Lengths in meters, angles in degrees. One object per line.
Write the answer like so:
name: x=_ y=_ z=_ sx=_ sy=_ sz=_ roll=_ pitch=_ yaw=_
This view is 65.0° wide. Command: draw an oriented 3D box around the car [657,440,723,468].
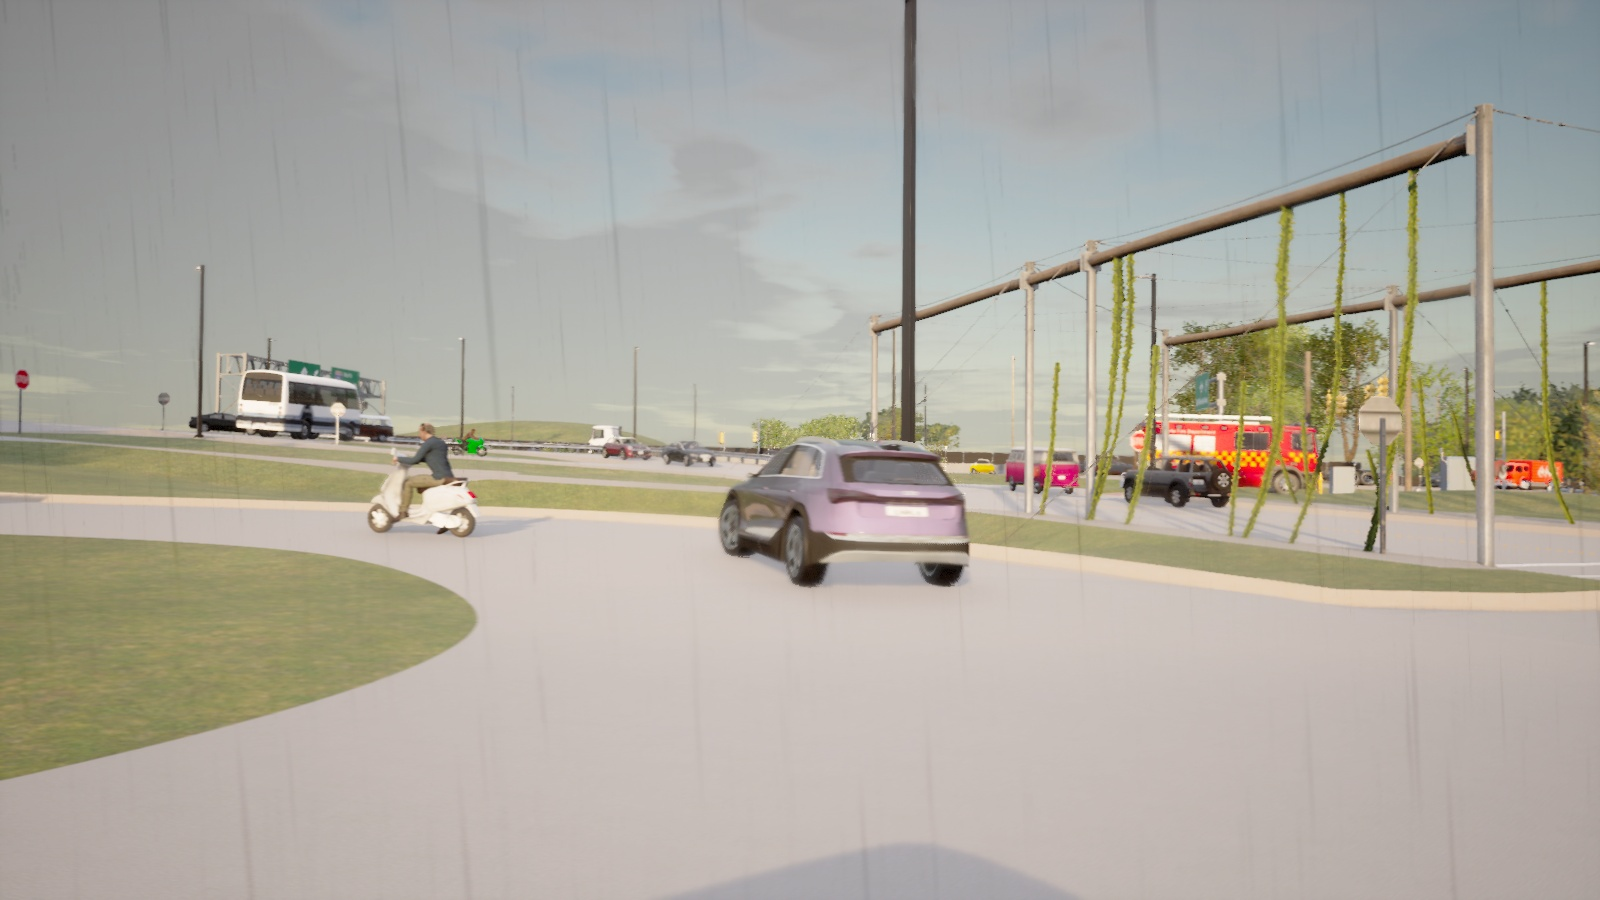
car: x=-6.717 y=0.211 z=76.112 sx=2.128 sy=1.511 sz=4.902 roll=1 pitch=2 yaw=-30

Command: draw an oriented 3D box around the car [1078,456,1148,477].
car: x=23.729 y=1.266 z=95.340 sx=4.902 sy=1.511 sz=2.128 roll=1 pitch=-1 yaw=8

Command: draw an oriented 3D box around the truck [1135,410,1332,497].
truck: x=20.757 y=0.165 z=60.553 sx=8.468 sy=3.827 sz=2.891 roll=2 pitch=-1 yaw=7

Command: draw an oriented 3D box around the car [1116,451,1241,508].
car: x=13.279 y=0.997 z=44.344 sx=1.932 sy=1.855 sz=4.605 roll=1 pitch=0 yaw=-18

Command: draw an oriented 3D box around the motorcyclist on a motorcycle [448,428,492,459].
motorcyclist on a motorcycle: x=-17.779 y=-0.343 z=67.676 sx=2.044 sy=1.523 sz=0.797 roll=4 pitch=-1 yaw=9

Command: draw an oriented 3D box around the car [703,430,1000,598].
car: x=0.390 y=0.651 z=15.342 sx=2.033 sy=1.649 sz=4.856 roll=2 pitch=1 yaw=-17

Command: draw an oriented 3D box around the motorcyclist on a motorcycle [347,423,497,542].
motorcyclist on a motorcycle: x=-5.304 y=0.434 z=17.659 sx=1.817 sy=1.590 sz=0.866 roll=1 pitch=0 yaw=17

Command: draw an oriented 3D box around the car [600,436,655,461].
car: x=-11.542 y=-0.105 z=83.749 sx=1.970 sy=1.475 sz=3.806 roll=1 pitch=2 yaw=-38

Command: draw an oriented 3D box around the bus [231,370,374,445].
bus: x=-32.965 y=-2.694 z=83.897 sx=3.944 sy=4.253 sz=10.273 roll=4 pitch=0 yaw=9

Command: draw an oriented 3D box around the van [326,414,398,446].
van: x=-32.686 y=-1.492 z=93.800 sx=4.480 sy=2.038 sz=2.069 roll=4 pitch=-1 yaw=-40

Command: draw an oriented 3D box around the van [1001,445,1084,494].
van: x=10.374 y=0.806 z=54.069 sx=1.775 sy=1.987 sz=4.442 roll=1 pitch=1 yaw=-14
